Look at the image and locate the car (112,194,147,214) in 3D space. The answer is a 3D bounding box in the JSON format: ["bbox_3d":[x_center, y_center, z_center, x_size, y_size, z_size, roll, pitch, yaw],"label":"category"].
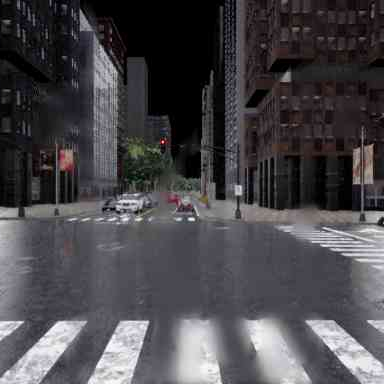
[{"bbox_3d":[-6.542,1.223,35.511,2.150,2.045,5.566,0,0,-1],"label":"car"}]

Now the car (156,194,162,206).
[{"bbox_3d":[-6.712,1.398,55.738,2.097,1.767,4.553,0,0,0],"label":"car"}]

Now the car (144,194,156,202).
[{"bbox_3d":[-9.587,1.417,76.854,2.192,1.841,5.009,0,0,-1],"label":"car"}]

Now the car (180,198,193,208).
[{"bbox_3d":[-0.812,1.614,49.798,1.802,1.307,4.206,0,0,-1],"label":"car"}]

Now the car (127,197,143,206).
[{"bbox_3d":[-9.385,1.570,54.981,1.752,1.417,4.829,0,0,-1],"label":"car"}]

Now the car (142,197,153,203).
[{"bbox_3d":[-9.536,1.668,71.428,1.802,1.307,4.206,0,0,-1],"label":"car"}]

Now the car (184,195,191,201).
[{"bbox_3d":[-1.162,1.574,87.772,1.967,1.590,4.097,0,0,-1],"label":"car"}]

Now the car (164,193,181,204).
[{"bbox_3d":[-3.601,1.290,63.955,2.150,2.045,5.566,0,0,-1],"label":"car"}]

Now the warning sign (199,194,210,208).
[{"bbox_3d":[1.565,1.132,42.641,1.300,1.860,1.060,0,0,-1],"label":"warning sign"}]

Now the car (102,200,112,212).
[{"bbox_3d":[-9.237,1.574,38.873,1.947,1.339,4.313,0,0,-1],"label":"car"}]

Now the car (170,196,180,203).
[{"bbox_3d":[-3.810,1.624,75.771,2.128,1.511,4.902,0,0,-1],"label":"car"}]

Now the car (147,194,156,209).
[{"bbox_3d":[-6.629,1.375,45.536,2.097,1.767,4.553,0,0,0],"label":"car"}]

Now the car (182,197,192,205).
[{"bbox_3d":[-0.912,1.603,60.648,1.887,1.381,4.507,0,0,-1],"label":"car"}]

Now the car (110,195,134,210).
[{"bbox_3d":[-9.288,1.335,44.300,2.192,1.841,5.009,0,0,-1],"label":"car"}]

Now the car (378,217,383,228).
[{"bbox_3d":[14.094,1.788,20.933,4.181,1.385,1.994,1,0,0],"label":"car"}]

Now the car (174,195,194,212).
[{"bbox_3d":[-0.713,1.448,38.949,1.967,1.590,4.097,0,0,-1],"label":"car"}]

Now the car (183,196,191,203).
[{"bbox_3d":[-1.013,1.612,71.667,1.752,1.417,4.829,0,0,-1],"label":"car"}]
